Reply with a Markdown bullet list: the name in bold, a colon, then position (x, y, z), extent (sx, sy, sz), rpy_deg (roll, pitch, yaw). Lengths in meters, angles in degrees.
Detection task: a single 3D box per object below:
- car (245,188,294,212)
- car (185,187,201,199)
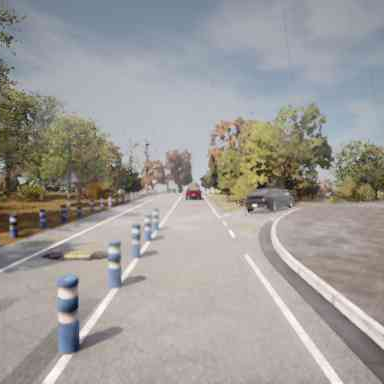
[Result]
- **car**: position (5.310, 0.522, 22.527), extent (1.837, 1.490, 4.892), rpy_deg (-5, -1, 37)
- **car**: position (0.173, 0.062, 42.050), extent (1.882, 1.535, 5.008), rpy_deg (0, 2, 0)
